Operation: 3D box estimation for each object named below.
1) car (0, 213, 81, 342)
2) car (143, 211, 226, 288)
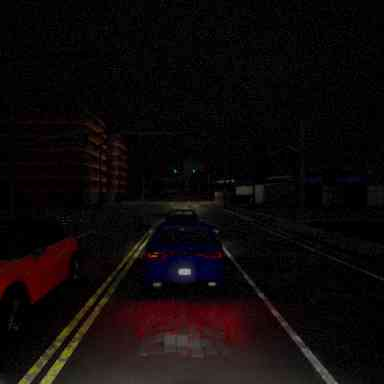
[{"bbox_3d":[-3.784,1.383,6.470,2.097,1.767,4.553,0,0,-2],"label":"car"},{"bbox_3d":[-0.221,1.521,9.410,1.882,1.535,5.008,0,0,-2],"label":"car"}]
